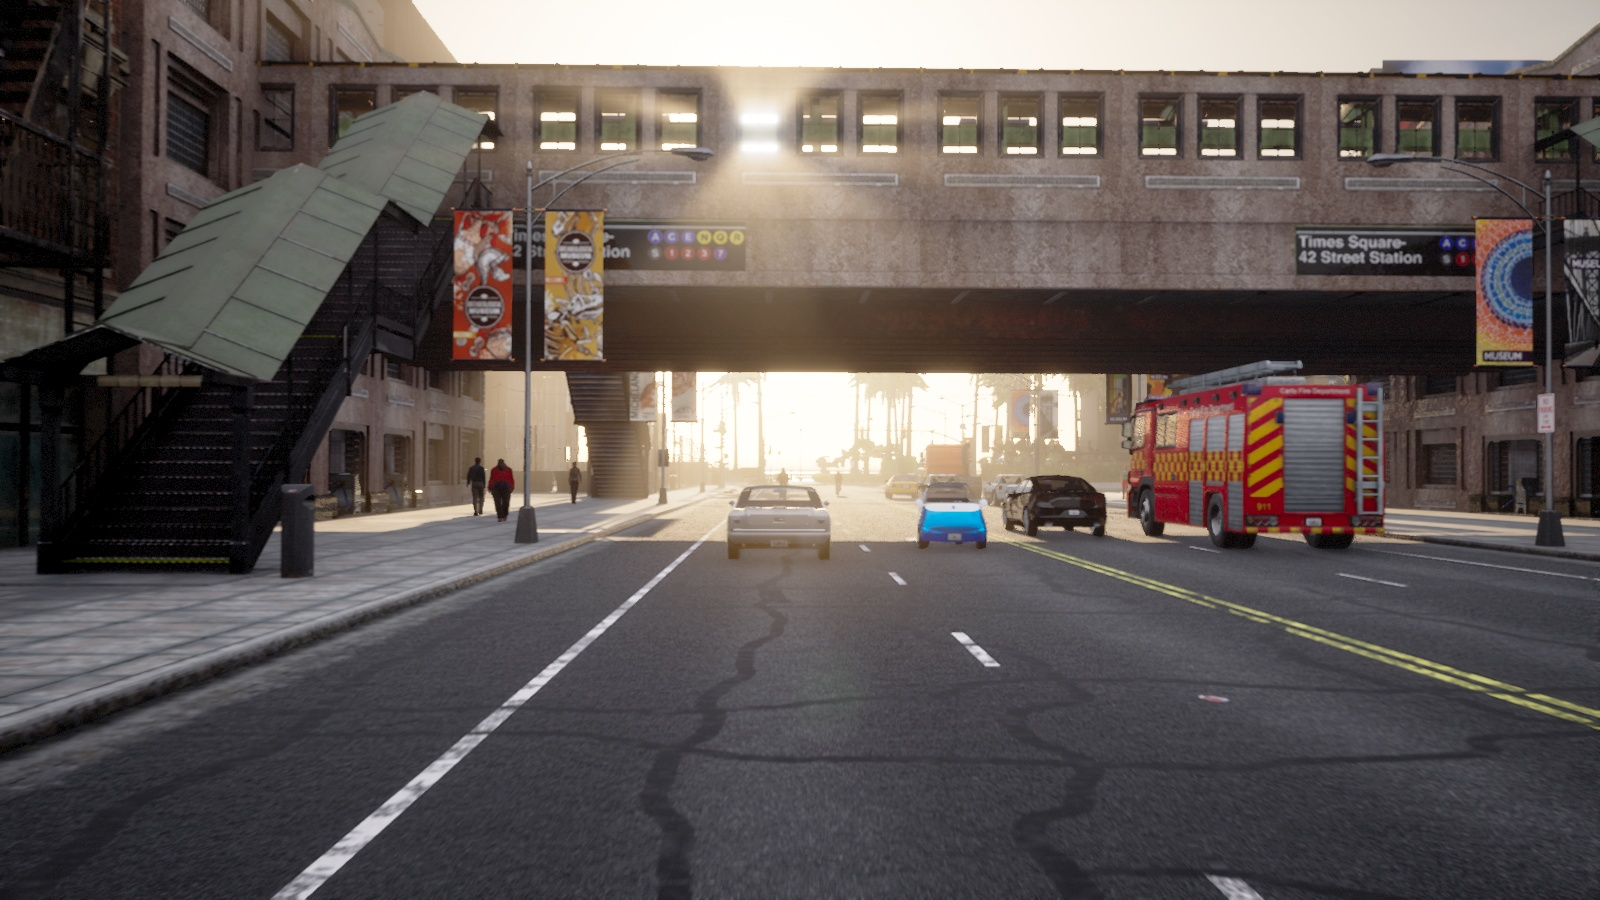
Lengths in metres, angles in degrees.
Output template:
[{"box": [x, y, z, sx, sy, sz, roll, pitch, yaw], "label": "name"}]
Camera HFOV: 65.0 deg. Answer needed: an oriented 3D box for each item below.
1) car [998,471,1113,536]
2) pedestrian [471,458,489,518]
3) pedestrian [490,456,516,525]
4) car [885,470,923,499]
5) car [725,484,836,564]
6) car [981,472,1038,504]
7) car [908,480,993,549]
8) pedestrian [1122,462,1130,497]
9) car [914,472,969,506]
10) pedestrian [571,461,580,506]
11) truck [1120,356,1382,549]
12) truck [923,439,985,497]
[{"box": [6.509, 1.326, 32.539, 1.882, 1.535, 5.008, 0, -1, -1], "label": "car"}, {"box": [-9.872, 1.173, 38.727, 0.370, 1.835, 0.726, 0, -1, 1], "label": "pedestrian"}, {"box": [-8.028, 1.084, 33.958, 0.634, 1.844, 0.899, 0, -1, -10], "label": "pedestrian"}, {"box": [6.044, 1.990, 73.421, 1.801, 1.575, 5.366, 0, -1, 0], "label": "car"}, {"box": [-0.370, 1.324, 23.756, 1.895, 1.301, 4.718, 0, -1, -1], "label": "car"}, {"box": [9.777, 1.753, 58.876, 1.970, 1.475, 3.806, 0, -1, -1], "label": "car"}, {"box": [3.096, 1.307, 26.169, 1.481, 1.376, 2.207, 0, -1, -1], "label": "car"}, {"box": [17.244, 1.545, 66.398, 0.345, 1.836, 0.594, 0, -1, 13], "label": "pedestrian"}, {"box": [6.313, 1.721, 56.229, 1.970, 1.475, 3.806, 0, -1, -1], "label": "car"}, {"box": [-9.282, 1.396, 51.885, 0.331, 1.846, 0.634, 0, -1, -6], "label": "pedestrian"}, {"box": [10.053, 0.114, 29.230, 2.891, 3.827, 8.468, 0, -1, -1], "label": "truck"}, {"box": [9.493, 1.139, 78.238, 2.891, 3.462, 7.936, 0, -1, 0], "label": "truck"}]
